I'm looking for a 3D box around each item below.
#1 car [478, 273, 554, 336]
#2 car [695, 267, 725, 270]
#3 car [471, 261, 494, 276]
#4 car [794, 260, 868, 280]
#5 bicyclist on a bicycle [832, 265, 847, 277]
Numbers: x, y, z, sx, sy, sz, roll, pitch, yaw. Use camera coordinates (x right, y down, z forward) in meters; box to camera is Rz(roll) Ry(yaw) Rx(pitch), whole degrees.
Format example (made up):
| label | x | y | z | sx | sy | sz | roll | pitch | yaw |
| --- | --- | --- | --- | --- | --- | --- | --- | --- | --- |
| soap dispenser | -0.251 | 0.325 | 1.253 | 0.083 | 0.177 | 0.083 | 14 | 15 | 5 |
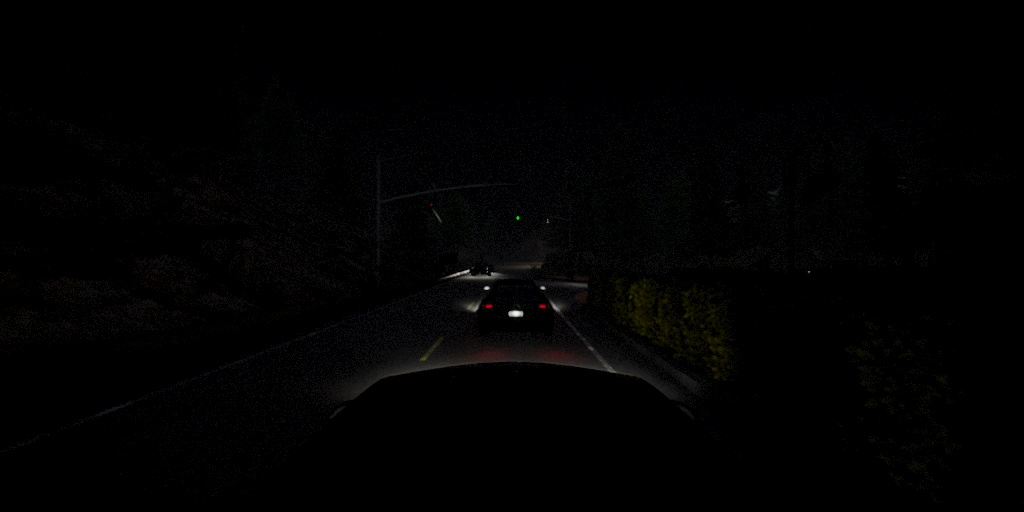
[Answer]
| label | x | y | z | sx | sy | sz | roll | pitch | yaw |
| --- | --- | --- | --- | --- | --- | --- | --- | --- | --- |
| car | 0.089 | 1.379 | 10.678 | 1.994 | 1.385 | 4.181 | 0 | 0 | 0 |
| car | 15.515 | 1.599 | 28.987 | 4.902 | 1.511 | 2.128 | 0 | 0 | 0 |
| car | -3.579 | 1.392 | 42.204 | 2.097 | 1.767 | 4.553 | 0 | 0 | 0 |
| car | 25.586 | 1.328 | 28.932 | 5.566 | 2.045 | 2.150 | 0 | 0 | 1 |
| bicyclist on a bicycle | 19.838 | 1.354 | 21.514 | 0.582 | 1.620 | 1.656 | 0 | -1 | 0 |
